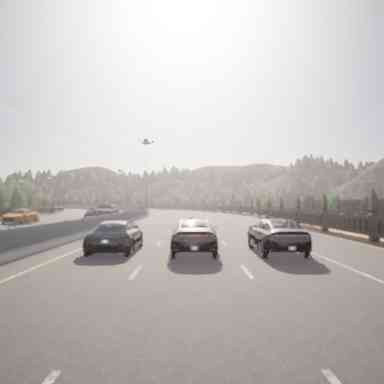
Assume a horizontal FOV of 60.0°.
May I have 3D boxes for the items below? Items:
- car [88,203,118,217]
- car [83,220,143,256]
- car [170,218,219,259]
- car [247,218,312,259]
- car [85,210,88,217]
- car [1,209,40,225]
[{"bbox_3d":[-10.633,2.441,41.058,2.150,2.045,5.566,0,-2,0],"label":"car"},{"bbox_3d":[-3.412,1.972,15.031,1.994,1.385,4.181,0,-2,0],"label":"car"},{"bbox_3d":[0.088,1.878,14.359,2.128,1.511,4.902,0,-2,0],"label":"car"},{"bbox_3d":[3.589,1.877,14.331,2.128,1.511,4.902,0,-2,0],"label":"car"},{"bbox_3d":[-14.261,2.962,48.755,1.837,1.490,4.892,0,-1,-2],"label":"car"},{"bbox_3d":[-17.621,2.489,34.386,1.882,1.535,5.008,0,-2,0],"label":"car"}]
